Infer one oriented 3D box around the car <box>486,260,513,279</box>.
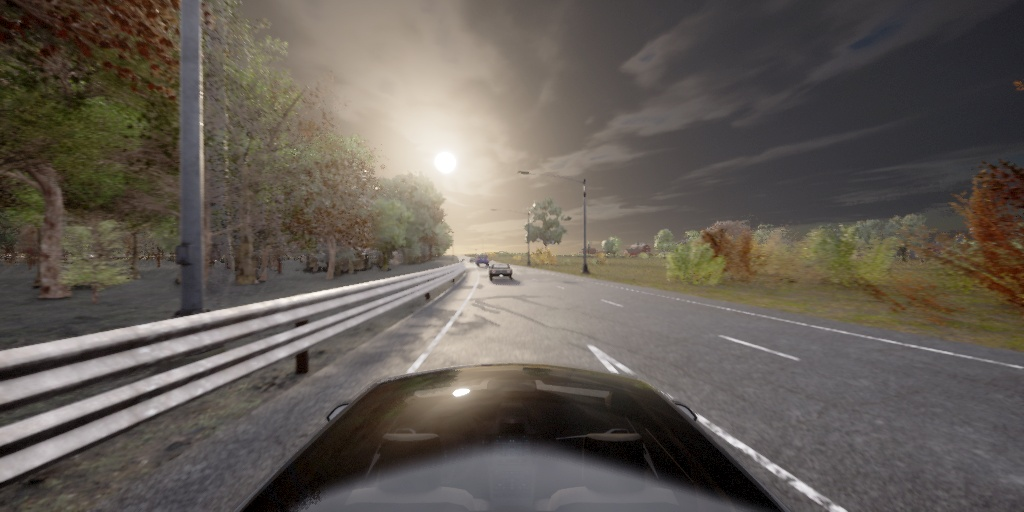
[{"bbox_3d":[-1.055,1.302,31.201,1.895,1.301,4.718,0,0,-5],"label":"car"}]
